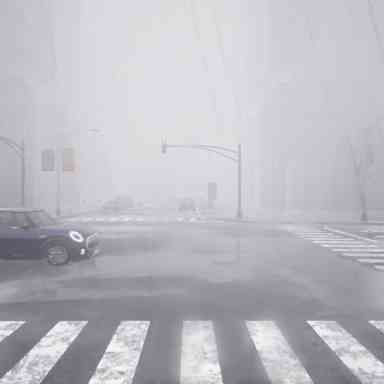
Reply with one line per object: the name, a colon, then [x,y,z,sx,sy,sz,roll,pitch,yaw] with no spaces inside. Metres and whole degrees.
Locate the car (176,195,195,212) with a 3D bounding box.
car: [-0.564,1.448,38.946,1.967,1.590,4.097,0,0,0]

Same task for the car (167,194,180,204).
car: [-3.366,1.576,65.713,1.837,1.490,4.892,0,0,0]

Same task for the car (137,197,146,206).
car: [-9.174,1.570,55.011,1.752,1.417,4.829,0,0,0]

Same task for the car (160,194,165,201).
car: [-9.376,1.696,93.162,1.887,1.381,4.507,0,0,0]

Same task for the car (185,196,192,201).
car: [-0.852,1.696,93.195,1.887,1.381,4.507,0,0,0]

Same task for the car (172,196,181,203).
car: [-3.518,1.651,75.798,1.994,1.385,4.181,0,0,0]

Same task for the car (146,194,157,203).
car: [-9.261,1.669,71.459,1.802,1.307,4.206,0,0,0]

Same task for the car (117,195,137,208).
car: [-9.118,1.335,44.329,2.192,1.841,5.009,0,0,0]

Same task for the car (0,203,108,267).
car: [-5.366,1.314,10.833,4.553,1.767,2.097,1,0,0]

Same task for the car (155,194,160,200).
car: [-9.291,1.417,76.885,2.192,1.841,5.009,0,0,0]

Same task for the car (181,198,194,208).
car: [-0.621,1.614,49.795,1.802,1.307,4.206,0,0,0]

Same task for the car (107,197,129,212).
car: [-9.088,1.574,38.903,1.947,1.339,4.313,0,0,0]

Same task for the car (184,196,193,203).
car: [-0.737,1.612,71.665,1.752,1.417,4.829,0,0,0]

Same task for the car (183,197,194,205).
car: [-0.679,1.603,60.645,1.887,1.381,4.507,0,0,0]
